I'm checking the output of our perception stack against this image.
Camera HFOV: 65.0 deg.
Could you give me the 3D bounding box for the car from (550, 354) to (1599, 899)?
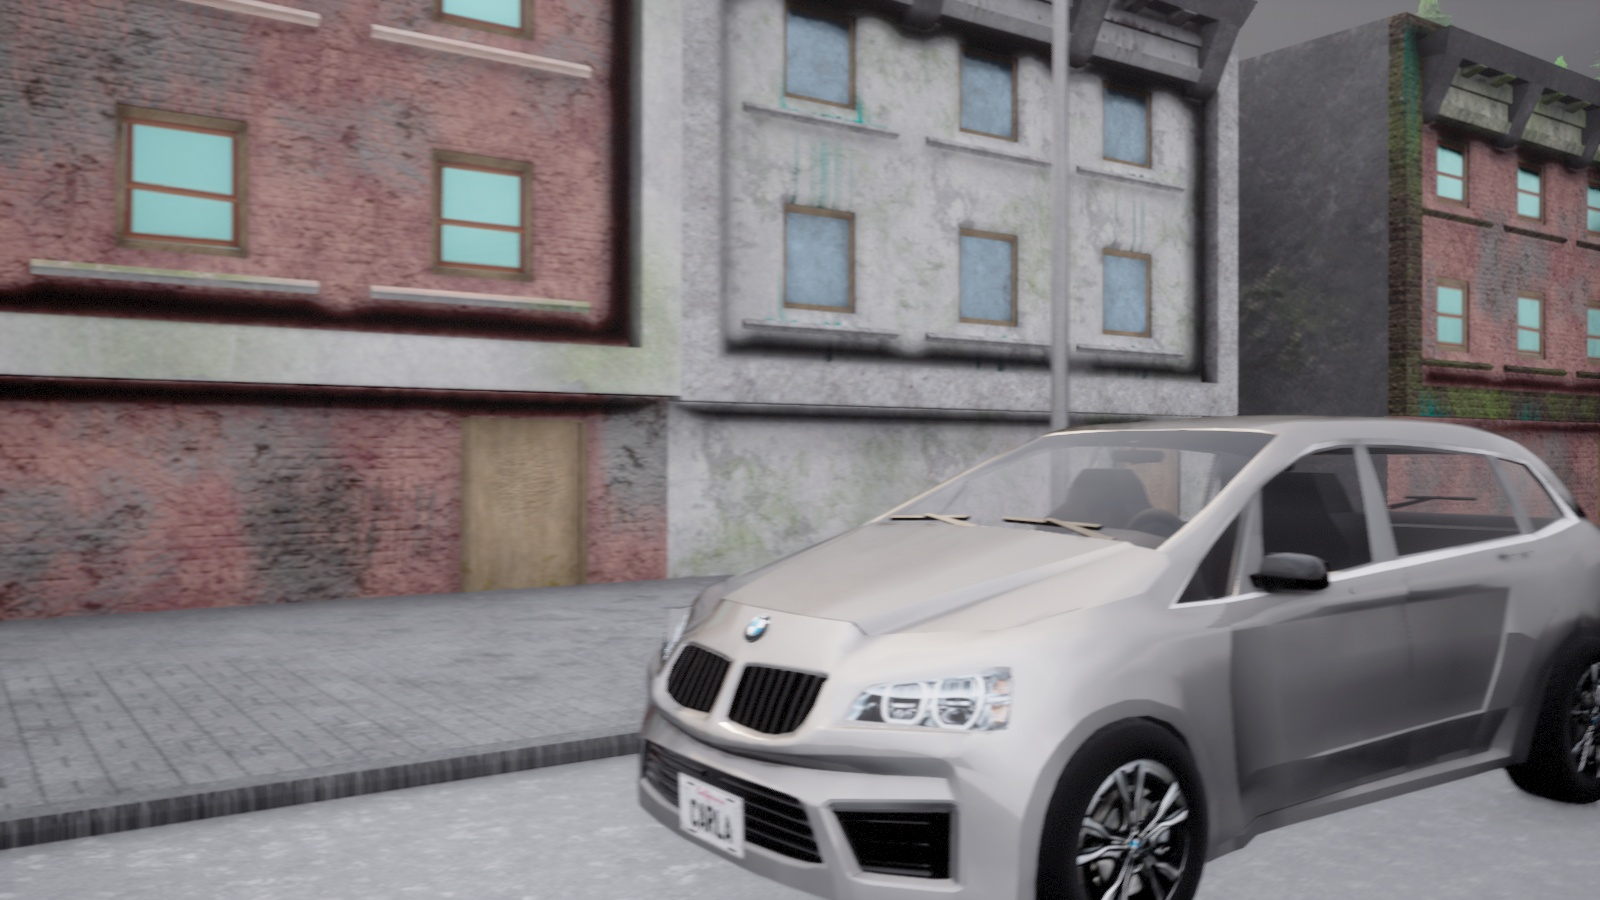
[{"bbox_3d":[1.548,0.599,5.348,4.611,1.667,2.242,0,0,-35],"label":"car"}]
